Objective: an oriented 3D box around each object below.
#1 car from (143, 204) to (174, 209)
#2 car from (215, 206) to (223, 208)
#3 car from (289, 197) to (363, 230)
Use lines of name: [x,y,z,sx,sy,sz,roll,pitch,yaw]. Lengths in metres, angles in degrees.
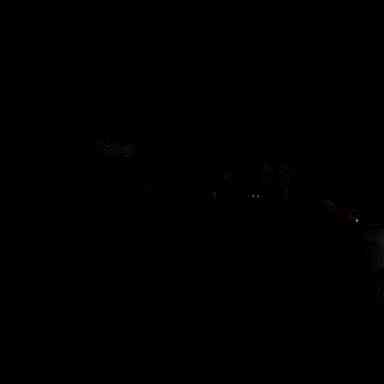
car: [-4.109,1.745,39.208,2.097,1.767,4.553,3,-2,-37]
car: [2.140,1.829,30.707,2.033,1.411,5.357,2,-2,-36]
car: [8.241,1.375,22.066,2.150,2.045,5.566,2,-2,-35]
